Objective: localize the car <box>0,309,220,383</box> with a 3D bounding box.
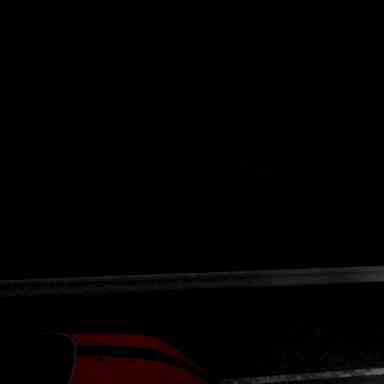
[{"bbox_3d":[-1.835,1.352,1.684,4.553,1.767,2.097,0,0,-7],"label":"car"}]
